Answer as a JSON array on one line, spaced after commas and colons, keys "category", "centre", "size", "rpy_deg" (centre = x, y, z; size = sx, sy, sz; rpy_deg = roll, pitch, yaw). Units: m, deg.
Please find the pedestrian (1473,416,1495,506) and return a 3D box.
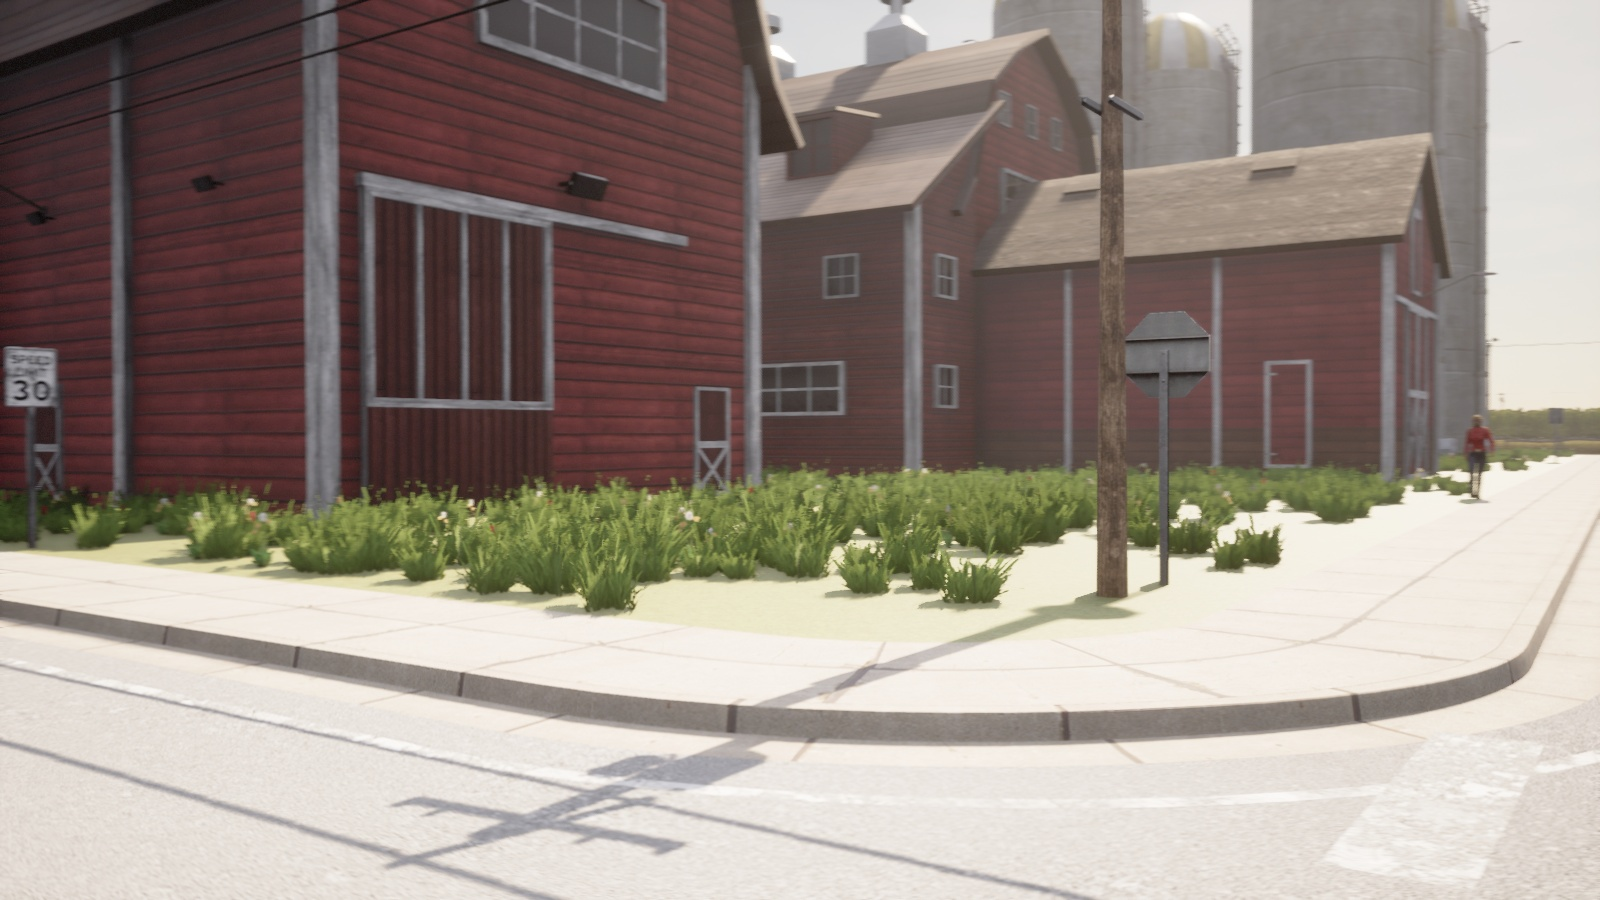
[{"category": "pedestrian", "centre": [14.298, 0.221, 26.252], "size": [0.331, 1.846, 0.636], "rpy_deg": [1, 1, 34]}]
